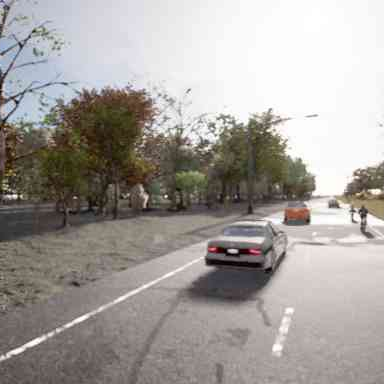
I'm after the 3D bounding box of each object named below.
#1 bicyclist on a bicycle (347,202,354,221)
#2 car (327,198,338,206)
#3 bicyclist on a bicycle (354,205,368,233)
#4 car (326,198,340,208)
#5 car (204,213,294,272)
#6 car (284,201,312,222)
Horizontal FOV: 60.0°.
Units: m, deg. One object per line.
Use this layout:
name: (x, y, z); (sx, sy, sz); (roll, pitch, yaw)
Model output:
bicyclist on a bicycle: (13.911, 1.657, 28.872); (0.866, 1.612, 1.509); (-1, -1, 22)
car: (28.808, 2.049, 68.276); (1.837, 1.490, 4.892); (-1, -1, 22)
bicyclist on a bicycle: (10.273, 1.601, 19.938); (0.582, 1.620, 1.656); (-1, -1, 22)
car: (24.711, 2.010, 57.886); (2.033, 1.411, 5.357); (-1, -1, 22)
car: (2.048, 1.654, 11.255); (2.033, 1.411, 5.357); (-1, -1, 22)
car: (9.451, 1.607, 29.543); (2.097, 1.767, 4.553); (-1, -1, 22)
